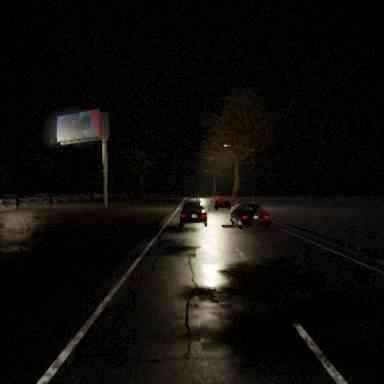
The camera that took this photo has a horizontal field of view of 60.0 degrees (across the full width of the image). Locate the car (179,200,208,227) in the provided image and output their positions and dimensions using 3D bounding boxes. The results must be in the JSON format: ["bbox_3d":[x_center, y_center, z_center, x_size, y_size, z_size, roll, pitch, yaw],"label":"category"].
[{"bbox_3d":[0.108,1.473,22.368,2.033,1.411,5.357,0,0,0],"label":"car"}]

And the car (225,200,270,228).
[{"bbox_3d":[3.609,1.476,21.297,2.033,1.411,5.357,0,0,0],"label":"car"}]

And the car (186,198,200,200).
[{"bbox_3d":[0.114,1.395,41.723,1.994,1.385,4.181,0,0,0],"label":"car"}]

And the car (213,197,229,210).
[{"bbox_3d":[3.614,1.317,40.423,1.882,1.535,5.008,0,1,0],"label":"car"}]
